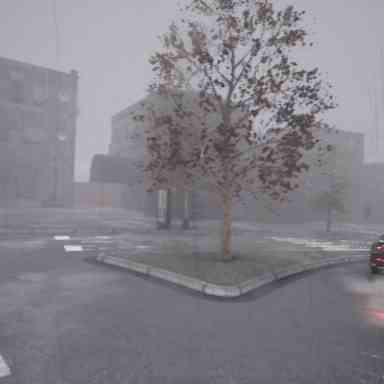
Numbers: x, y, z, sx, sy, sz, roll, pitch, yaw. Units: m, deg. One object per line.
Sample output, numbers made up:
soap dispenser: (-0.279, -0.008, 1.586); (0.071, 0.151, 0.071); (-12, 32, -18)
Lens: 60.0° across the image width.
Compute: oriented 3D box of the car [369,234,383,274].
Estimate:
car: (7.571, 2.047, 11.220); (4.892, 1.490, 1.837); (7, -4, -44)
